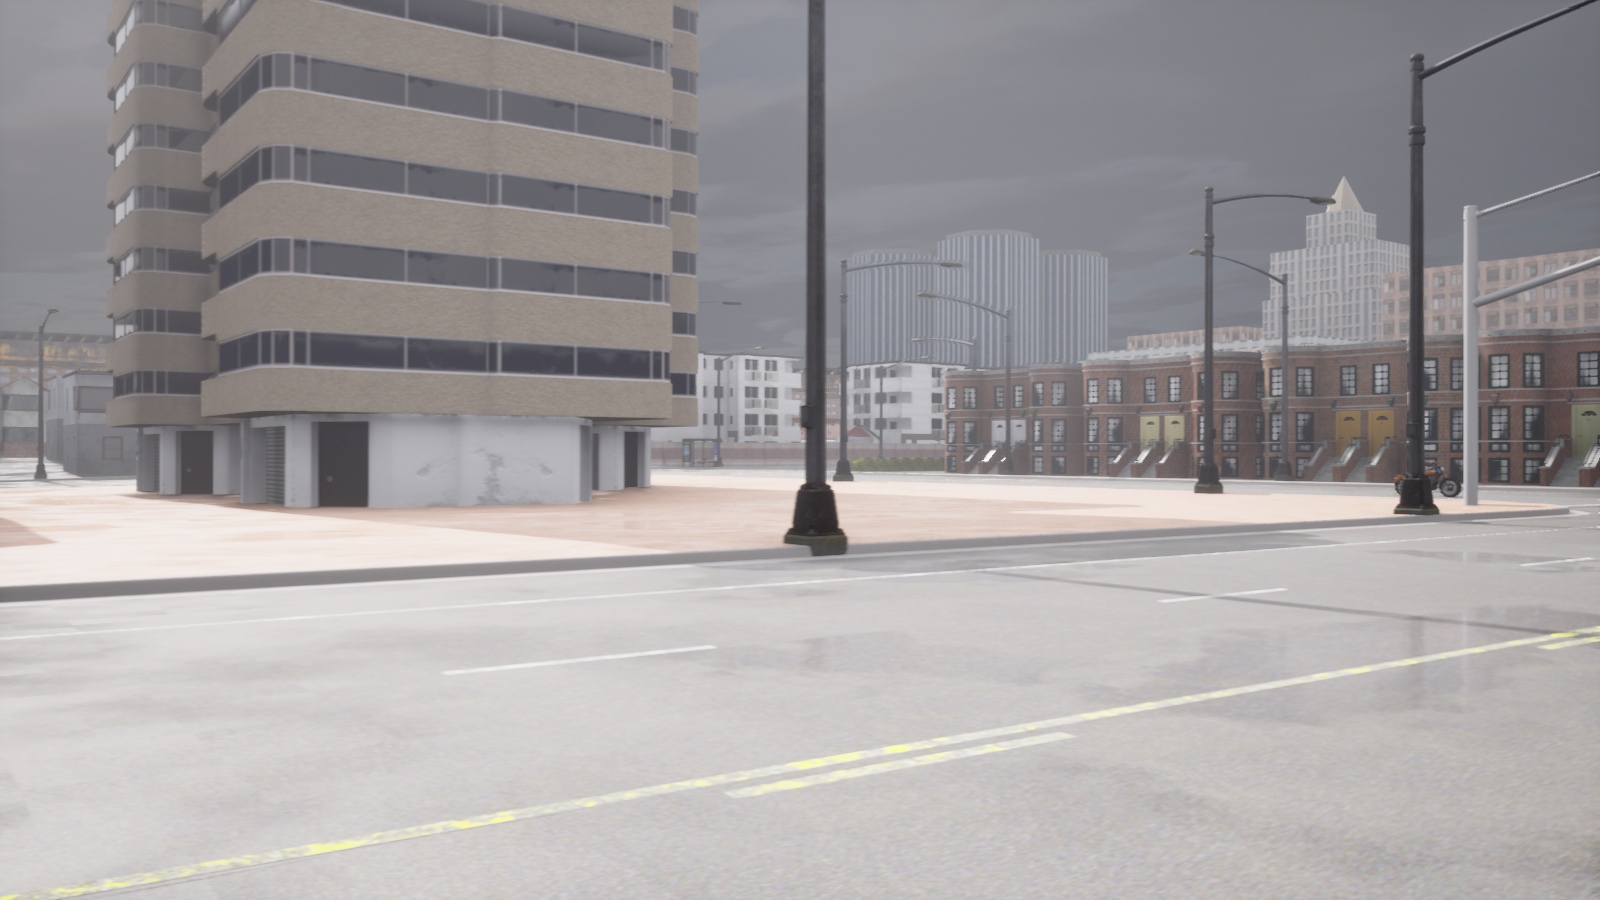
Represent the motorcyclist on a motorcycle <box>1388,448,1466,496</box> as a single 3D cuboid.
[{"bbox_3d":[22.046,0.757,44.192,0.766,1.649,2.350,0,0,-35],"label":"motorcyclist on a motorcycle"}]
